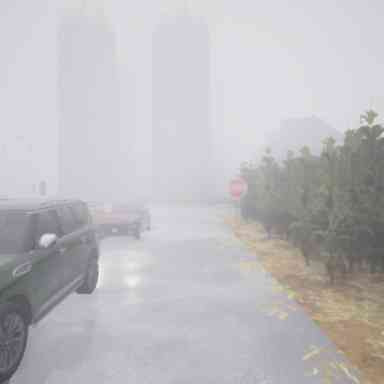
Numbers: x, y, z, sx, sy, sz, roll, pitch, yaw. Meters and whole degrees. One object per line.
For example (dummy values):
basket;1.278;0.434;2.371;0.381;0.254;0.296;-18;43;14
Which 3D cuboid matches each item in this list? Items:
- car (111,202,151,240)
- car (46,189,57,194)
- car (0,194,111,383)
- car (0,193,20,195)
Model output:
car;-3.153;1.285;16.183;1.882;1.535;5.008;0;1;1
car;-37.249;0.097;86.770;3.866;1.878;1.905;0;1;0
car;-3.201;1.166;5.665;2.150;2.045;5.566;0;0;0
car;-20.784;1.099;33.785;5.357;1.411;2.033;0;1;0
